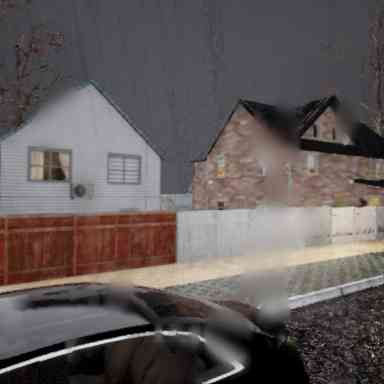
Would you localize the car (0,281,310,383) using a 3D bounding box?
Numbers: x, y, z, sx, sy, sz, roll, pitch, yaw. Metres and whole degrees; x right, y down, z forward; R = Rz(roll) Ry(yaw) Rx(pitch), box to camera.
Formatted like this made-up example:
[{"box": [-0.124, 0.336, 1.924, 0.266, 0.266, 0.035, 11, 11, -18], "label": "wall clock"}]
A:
[{"box": [-1.292, 1.500, 2.056, 4.892, 1.490, 1.837, 1, -1, -35], "label": "car"}]
